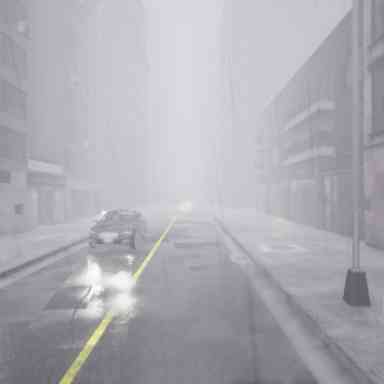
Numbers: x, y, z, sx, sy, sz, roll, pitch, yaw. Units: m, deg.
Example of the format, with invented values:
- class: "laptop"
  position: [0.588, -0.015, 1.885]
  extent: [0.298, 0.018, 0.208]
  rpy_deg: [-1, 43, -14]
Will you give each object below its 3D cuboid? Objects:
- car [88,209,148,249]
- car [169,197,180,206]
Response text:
- class: "car"
  position: [-3.104, 1.535, 14.738]
  extent: [2.128, 1.511, 4.902]
  rpy_deg: [0, 0, 0]
- class: "car"
  position: [-3.014, 1.683, 58.778]
  extent: [1.837, 1.490, 4.892]
  rpy_deg: [0, 0, 0]
